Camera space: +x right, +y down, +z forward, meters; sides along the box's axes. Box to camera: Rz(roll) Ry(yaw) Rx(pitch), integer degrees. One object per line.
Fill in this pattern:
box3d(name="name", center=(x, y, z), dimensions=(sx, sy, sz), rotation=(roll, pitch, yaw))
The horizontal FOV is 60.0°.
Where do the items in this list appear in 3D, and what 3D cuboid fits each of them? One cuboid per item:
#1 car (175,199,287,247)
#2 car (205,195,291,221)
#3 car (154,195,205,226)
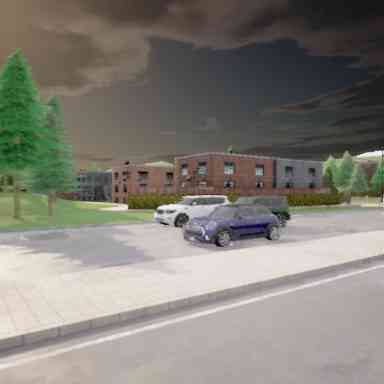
box3d(name="car", center=(1.850, 1.361, 15.083), dimensions=(4.553, 1.767, 2.097), rotation=(0, 0, -35))
box3d(name="car", center=(3.801, 1.241, 20.718), dimensions=(5.566, 2.045, 2.150), rotation=(0, 0, -35))
box3d(name="car", center=(0.211, 1.236, 22.477), dimensions=(5.566, 2.045, 2.150), rotation=(0, 0, -35))
